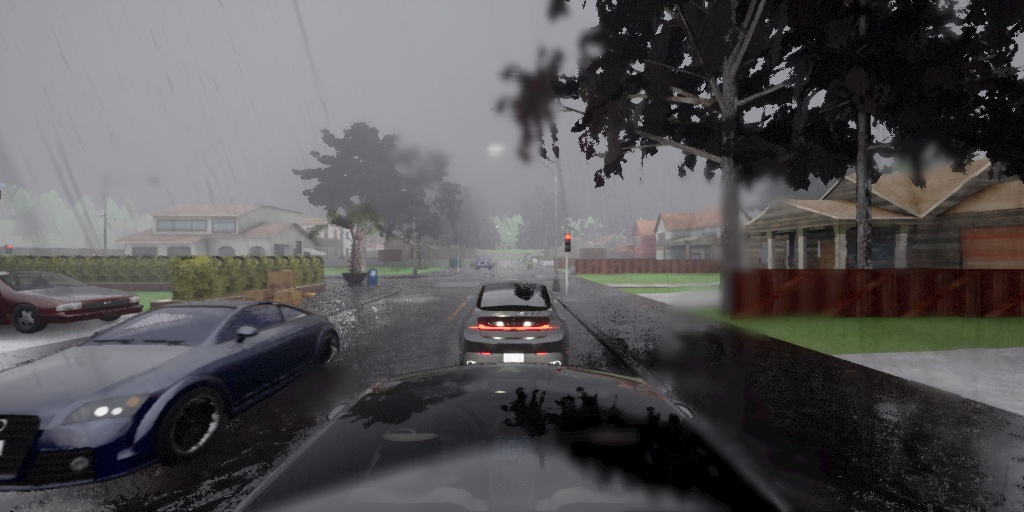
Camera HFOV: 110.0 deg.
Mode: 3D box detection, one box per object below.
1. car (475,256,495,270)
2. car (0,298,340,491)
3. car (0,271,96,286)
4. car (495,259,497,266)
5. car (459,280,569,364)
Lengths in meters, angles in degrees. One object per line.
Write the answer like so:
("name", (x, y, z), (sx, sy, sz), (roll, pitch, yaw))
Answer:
("car", (-4.072, 0.971, 52.269), (2.150, 2.045, 5.566), (0, 0, 0))
("car", (-4.099, 1.314, 4.782), (1.994, 1.385, 4.181), (0, 0, 0))
("car", (-34.213, 1.241, 26.757), (4.902, 1.511, 2.128), (0, 0, 0))
("car", (-4.039, 1.241, 62.319), (2.128, 1.511, 4.902), (0, 0, 0))
("car", (0.046, 1.255, 7.667), (1.837, 1.490, 4.892), (0, 0, 1))
